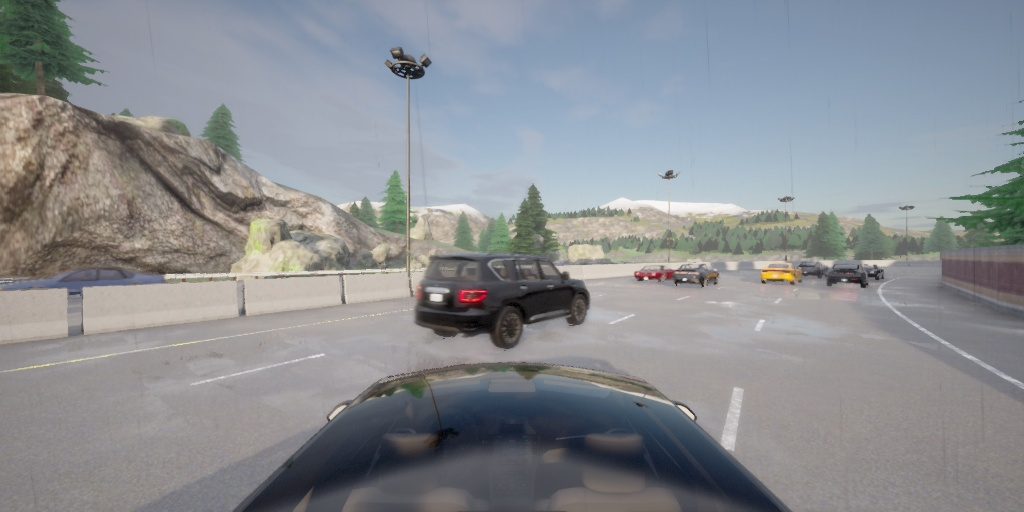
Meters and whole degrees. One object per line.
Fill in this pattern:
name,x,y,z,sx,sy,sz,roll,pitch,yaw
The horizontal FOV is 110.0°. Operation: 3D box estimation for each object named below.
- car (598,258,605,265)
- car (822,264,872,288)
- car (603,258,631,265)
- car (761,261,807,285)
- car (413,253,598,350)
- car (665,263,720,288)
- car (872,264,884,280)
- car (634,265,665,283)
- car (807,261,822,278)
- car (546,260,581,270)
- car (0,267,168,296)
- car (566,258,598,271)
car,11.418,1.100,47.180,4.553,1.767,2.097,0,0,-40
car,22.501,1.255,24.012,4.892,1.490,1.837,0,0,-43
car,13.652,1.315,44.486,4.181,1.385,1.994,0,0,-40
car,19.817,1.228,26.289,5.008,1.535,1.882,0,0,-44
car,0.057,0.967,9.476,2.150,2.045,5.566,0,-1,37
car,12.337,1.242,23.889,2.128,1.511,4.902,0,0,44
car,30.457,1.351,30.827,4.718,1.301,1.895,0,0,-39
car,11.447,1.351,27.994,1.895,1.301,4.718,0,0,45
car,27.777,1.241,33.140,4.902,1.511,2.128,0,0,-39
car,7.655,1.318,53.159,5.357,1.411,2.033,0,0,-40
car,-20.313,1.298,17.295,2.033,1.411,5.357,0,0,34
car,9.910,1.121,50.482,4.553,1.767,2.097,0,0,-40
